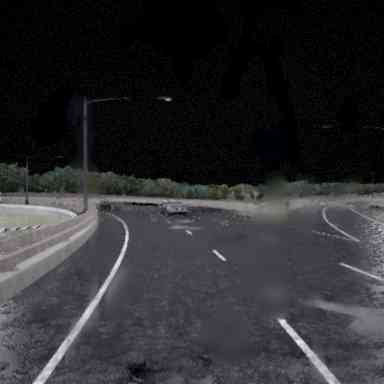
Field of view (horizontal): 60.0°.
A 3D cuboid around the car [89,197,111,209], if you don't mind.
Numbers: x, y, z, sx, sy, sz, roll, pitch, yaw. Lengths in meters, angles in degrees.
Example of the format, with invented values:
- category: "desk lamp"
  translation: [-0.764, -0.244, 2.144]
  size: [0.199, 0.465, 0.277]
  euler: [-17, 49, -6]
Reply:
- category: "car"
  translation: [-13.800, 1.802, 50.603]
  size: [1.837, 1.490, 4.892]
  euler: [0, -1, -30]

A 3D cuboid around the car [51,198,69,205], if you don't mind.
- category: "car"
  translation: [-27.474, 2.003, 69.123]
  size: [5.357, 1.411, 2.033]
  euler: [-1, 0, 45]

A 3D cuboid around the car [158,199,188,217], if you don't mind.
- category: "car"
  translation: [-2.000, 1.699, 33.337]
  size: [2.033, 1.411, 5.357]
  euler: [0, 0, -20]

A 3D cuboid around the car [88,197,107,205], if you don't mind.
- category: "car"
  translation: [-20.448, 1.929, 71.755]
  size: [1.837, 1.490, 4.892]
  euler: [0, 0, -42]

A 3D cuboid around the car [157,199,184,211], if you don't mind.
- category: "car"
  translation: [-2.959, 1.683, 44.879]
  size: [1.882, 1.535, 5.008]
  euler: [0, 0, -25]
